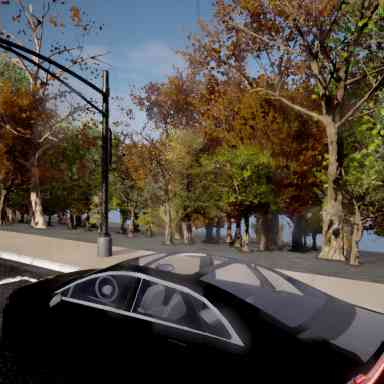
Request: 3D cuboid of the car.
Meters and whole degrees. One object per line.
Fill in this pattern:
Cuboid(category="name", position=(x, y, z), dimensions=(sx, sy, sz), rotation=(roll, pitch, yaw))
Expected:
Cuboid(category="car", position=(-0.382, 1.491, 3.963), dimensions=(4.902, 1.511, 2.128), rotation=(0, 0, 36))
